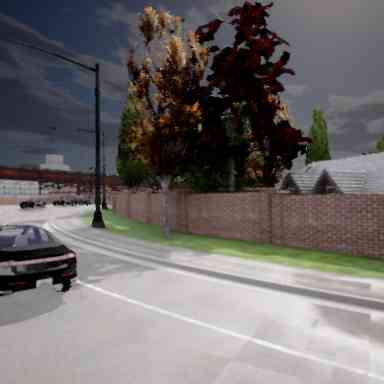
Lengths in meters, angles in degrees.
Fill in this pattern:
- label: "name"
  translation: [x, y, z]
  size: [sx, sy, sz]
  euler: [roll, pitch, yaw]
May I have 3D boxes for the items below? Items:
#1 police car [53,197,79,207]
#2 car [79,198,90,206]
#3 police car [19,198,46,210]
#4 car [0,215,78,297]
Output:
- label: "police car"
  translation: [-22.501, 1.766, 58.659]
  size: [1.930, 1.638, 5.238]
  euler: [-1, 0, 8]
- label: "car"
  translation: [-21.581, 1.891, 64.240]
  size: [1.837, 1.490, 4.892]
  euler: [-1, -1, 11]
- label: "police car"
  translation: [-23.345, 1.713, 49.094]
  size: [1.930, 1.638, 5.238]
  euler: [-1, 0, 2]
- label: "car"
  translation: [-4.584, 1.554, 8.181]
  size: [4.902, 1.511, 2.128]
  euler: [0, 0, 45]
